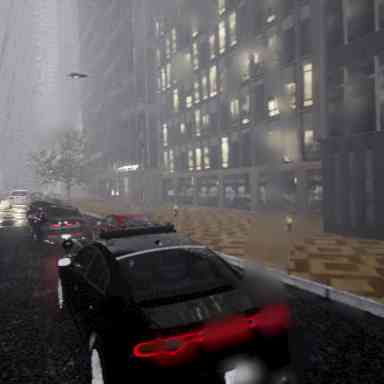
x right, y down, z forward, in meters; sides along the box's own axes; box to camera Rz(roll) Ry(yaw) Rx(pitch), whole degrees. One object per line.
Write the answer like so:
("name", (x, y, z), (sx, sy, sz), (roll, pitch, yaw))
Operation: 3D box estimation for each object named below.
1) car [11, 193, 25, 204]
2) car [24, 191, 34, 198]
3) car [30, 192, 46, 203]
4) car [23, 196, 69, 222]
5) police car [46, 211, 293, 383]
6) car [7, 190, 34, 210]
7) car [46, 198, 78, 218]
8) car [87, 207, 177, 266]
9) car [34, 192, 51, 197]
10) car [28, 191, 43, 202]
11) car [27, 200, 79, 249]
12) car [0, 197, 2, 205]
("car", (-26.124, 0.963, 49.890), (1.812, 1.442, 4.674), (-2, 2, -28))
("car", (-37.453, 0.577, 76.492), (1.887, 1.381, 4.507), (-2, 2, -28))
("car", (-23.916, 0.772, 51.455), (1.967, 1.590, 4.097), (-2, 2, -28))
("car", (-8.410, 1.247, 19.025), (1.837, 1.490, 4.892), (-2, 2, -28))
("police car", (-0.853, 1.305, 5.046), (1.930, 1.638, 5.238), (-2, 2, -28))
("car", (-19.395, 0.803, 37.446), (2.150, 2.045, 5.566), (-2, 2, -28))
("car", (-10.373, 1.190, 26.424), (1.802, 1.307, 4.206), (-2, 2, -28))
("car", (-2.250, 1.339, 11.403), (1.802, 1.307, 4.206), (-2, 2, -28))
("car", (-15.789, 1.054, 36.437), (2.008, 1.369, 4.403), (-2, 2, -28))
("car", (-26.624, 0.713, 56.461), (1.967, 1.590, 4.097), (-2, 2, -28))
("car", (-5.556, 1.299, 13.747), (1.837, 1.490, 4.892), (-2, 2, -28))
("car", (-28.514, 1.104, 48.010), (2.033, 1.411, 5.357), (-2, 2, -28))
